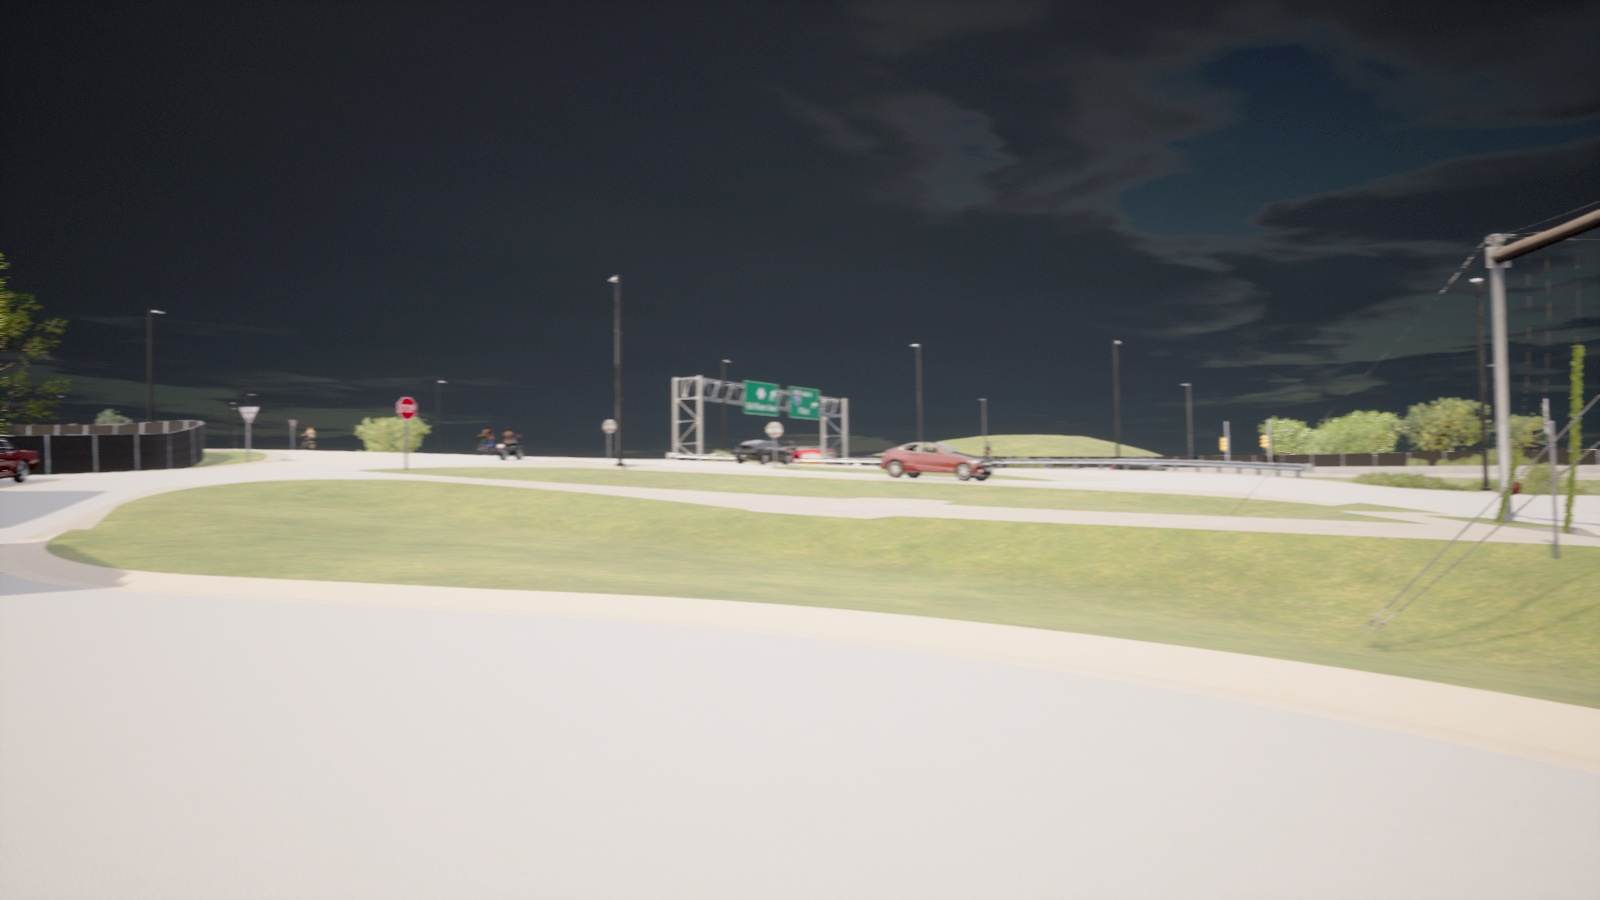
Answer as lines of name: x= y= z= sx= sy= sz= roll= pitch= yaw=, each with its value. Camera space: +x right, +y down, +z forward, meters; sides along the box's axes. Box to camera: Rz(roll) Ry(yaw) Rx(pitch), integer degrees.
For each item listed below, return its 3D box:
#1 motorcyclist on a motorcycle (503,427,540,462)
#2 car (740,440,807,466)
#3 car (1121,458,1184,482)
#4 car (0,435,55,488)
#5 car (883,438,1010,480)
motorcyclist on a motorcycle: x=-13.385 y=-0.266 z=60.462 sx=0.766 sy=1.649 sz=2.350 roll=0 pitch=1 yaw=15
car: x=-1.575 y=0.220 z=77.384 sx=1.837 sy=1.490 sz=4.892 roll=2 pitch=0 yaw=29
car: x=23.572 y=1.329 z=83.916 sx=3.705 sy=1.549 sz=1.789 roll=-1 pitch=-2 yaw=30
car: x=-21.951 y=0.312 z=33.571 sx=1.895 sy=1.301 sz=4.718 roll=0 pitch=2 yaw=-9
car: x=6.441 y=0.392 z=55.379 sx=5.027 sy=1.651 sz=2.152 roll=2 pitch=0 yaw=32
